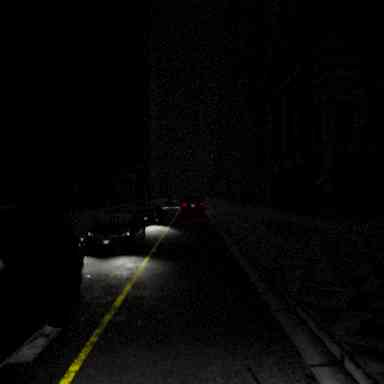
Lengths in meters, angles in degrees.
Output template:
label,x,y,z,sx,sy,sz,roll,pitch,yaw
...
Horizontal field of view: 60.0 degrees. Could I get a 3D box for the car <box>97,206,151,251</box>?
label,x,y,z,sx,sy,sz,roll,pitch,yaw
car,-3.104,1.534,14.354,1.812,1.442,4.674,0,0,0

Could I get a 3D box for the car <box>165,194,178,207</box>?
label,x,y,z,sx,sy,sz,roll,pitch,yaw
car,-3.117,1.280,53.813,2.150,2.045,5.566,0,0,0

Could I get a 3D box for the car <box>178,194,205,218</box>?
label,x,y,z,sx,sy,sz,roll,pitch,yaw
car,0.070,1.249,31.115,2.150,2.045,5.566,0,0,0

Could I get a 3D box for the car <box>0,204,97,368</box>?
label,x,y,z,sx,sy,sz,roll,pitch,yaw
car,-3.102,1.226,4.112,2.150,2.045,5.566,0,0,0

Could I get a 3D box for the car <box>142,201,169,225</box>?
label,x,y,z,sx,sy,sz,roll,pitch,yaw
car,-3.077,1.583,24.383,1.994,1.385,4.181,0,0,0

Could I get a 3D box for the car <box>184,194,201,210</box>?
label,x,y,z,sx,sy,sz,roll,pitch,yaw
car,0.056,1.270,45.817,2.150,2.045,5.566,0,0,0
